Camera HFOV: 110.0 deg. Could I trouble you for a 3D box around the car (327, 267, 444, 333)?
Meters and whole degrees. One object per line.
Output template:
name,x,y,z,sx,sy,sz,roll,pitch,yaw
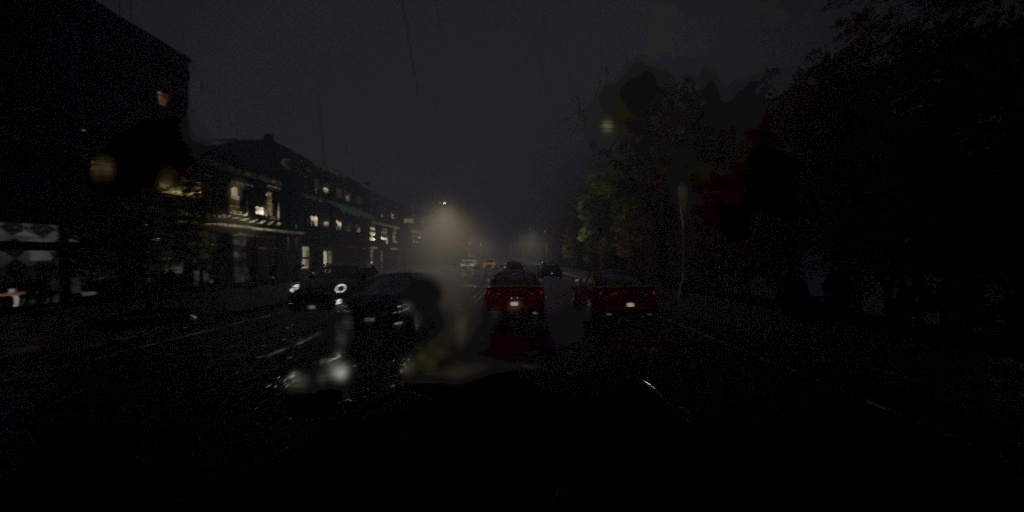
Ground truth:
car,-3.352,1.225,10.951,1.882,1.535,5.008,0,0,0

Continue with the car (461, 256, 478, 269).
car,-6.572,0.955,55.779,2.150,2.045,5.566,0,0,0

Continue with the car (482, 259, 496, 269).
car,-3.326,1.212,53.567,1.882,1.535,5.008,0,0,0

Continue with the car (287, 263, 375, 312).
car,-6.602,1.098,14.065,2.097,1.767,4.553,0,0,0

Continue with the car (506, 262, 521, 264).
car,0.094,1.246,32.653,1.837,1.490,4.892,0,0,0

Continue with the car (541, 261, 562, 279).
car,3.344,1.233,32.310,2.128,1.511,4.902,0,0,0

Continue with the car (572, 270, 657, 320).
car,3.347,1.225,12.598,1.882,1.535,5.008,0,0,0

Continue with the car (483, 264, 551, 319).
car,0.098,1.225,12.804,1.882,1.535,5.008,0,0,0
